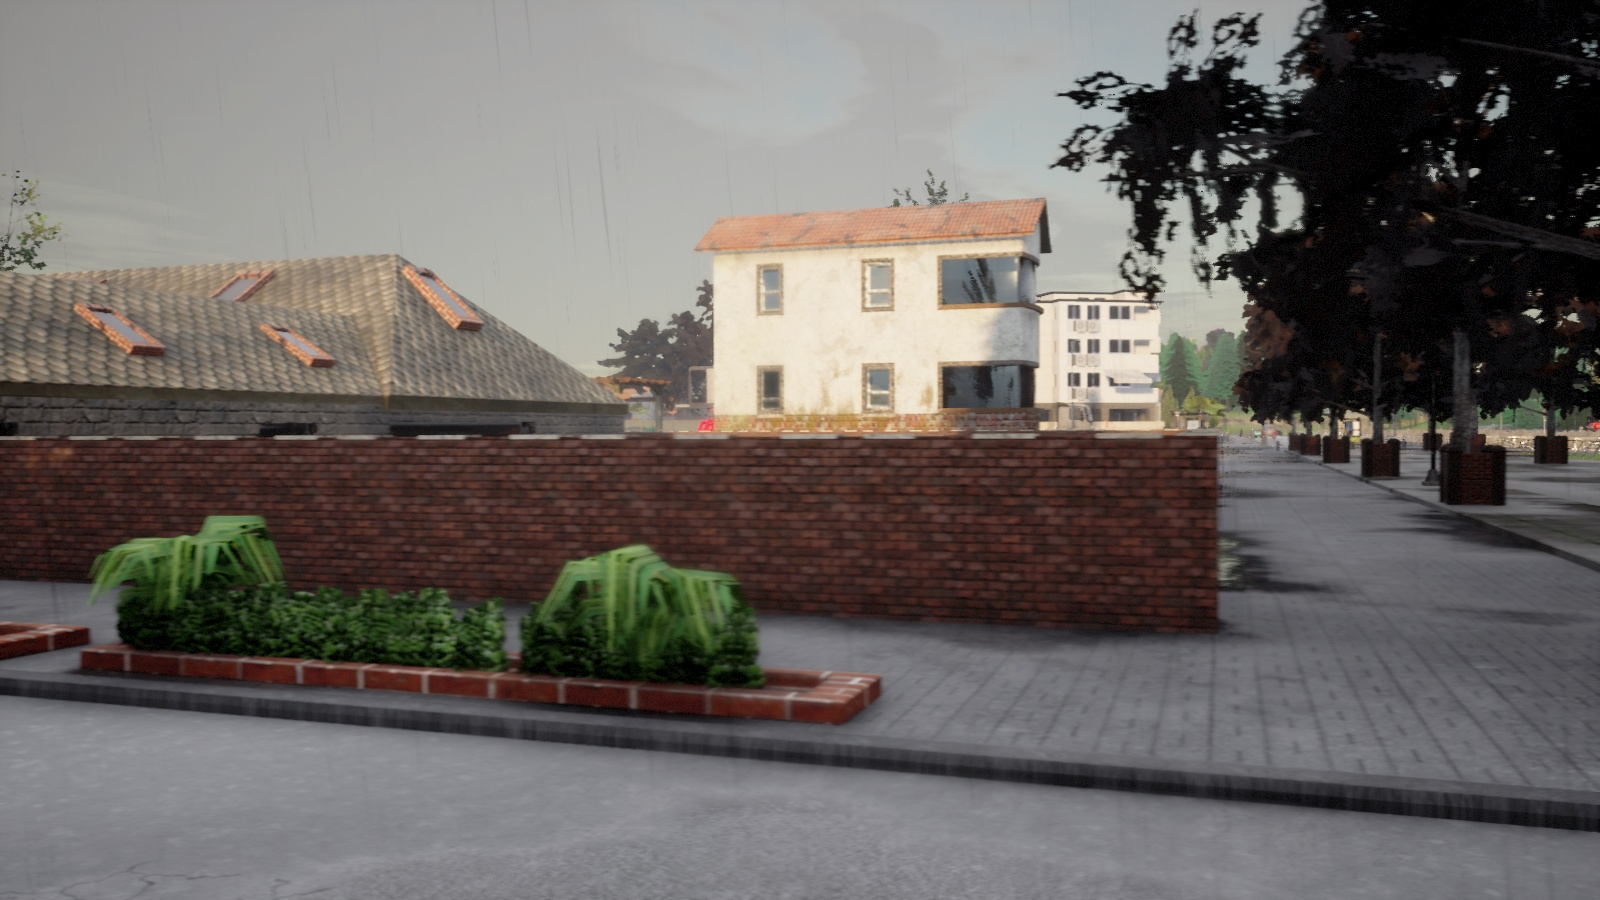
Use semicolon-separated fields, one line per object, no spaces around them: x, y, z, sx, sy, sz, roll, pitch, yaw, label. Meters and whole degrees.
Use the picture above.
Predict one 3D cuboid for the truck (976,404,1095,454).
16.781;-1.525;89.493;7.936;3.462;2.891;1;1;19;truck
